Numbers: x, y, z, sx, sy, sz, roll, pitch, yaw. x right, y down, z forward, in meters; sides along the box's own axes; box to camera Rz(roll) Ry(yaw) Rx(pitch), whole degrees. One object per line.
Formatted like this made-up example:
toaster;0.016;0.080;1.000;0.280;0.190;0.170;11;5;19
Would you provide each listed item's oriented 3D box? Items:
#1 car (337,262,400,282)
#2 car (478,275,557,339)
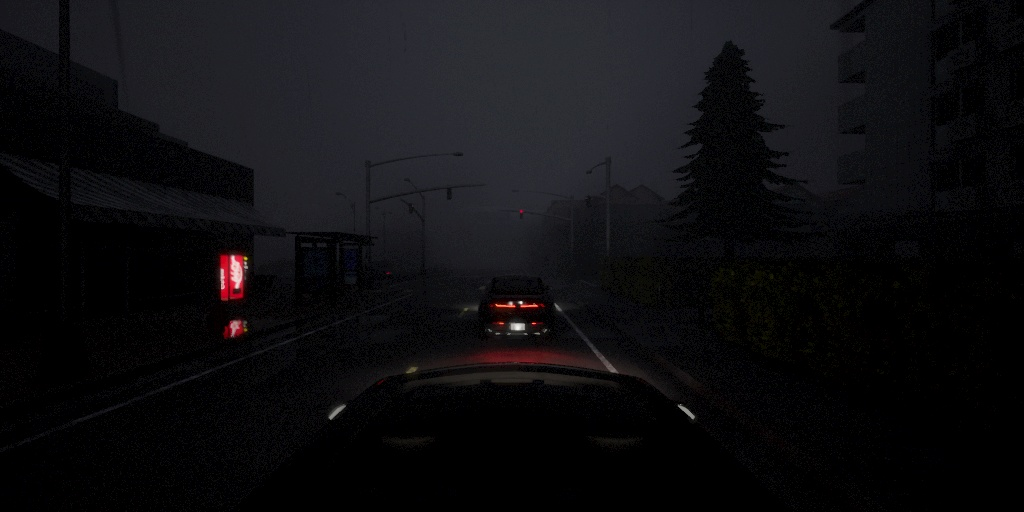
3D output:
car;-12.798;1.478;30.572;5.357;1.411;2.033;0;0;0
car;0.118;1.255;10.038;1.837;1.490;4.892;0;0;0
